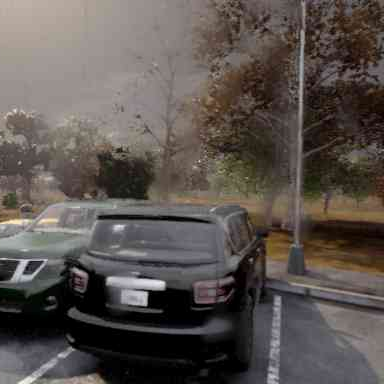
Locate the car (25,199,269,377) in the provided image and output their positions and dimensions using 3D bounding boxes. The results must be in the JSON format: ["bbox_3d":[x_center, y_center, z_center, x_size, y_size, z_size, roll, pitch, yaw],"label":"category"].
[{"bbox_3d":[0.117,1.216,6.012,2.435,2.045,5.566,0,-1,15],"label":"car"}]

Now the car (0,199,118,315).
[{"bbox_3d":[-2.300,1.200,7.666,2.435,2.045,5.566,1,0,15],"label":"car"}]
